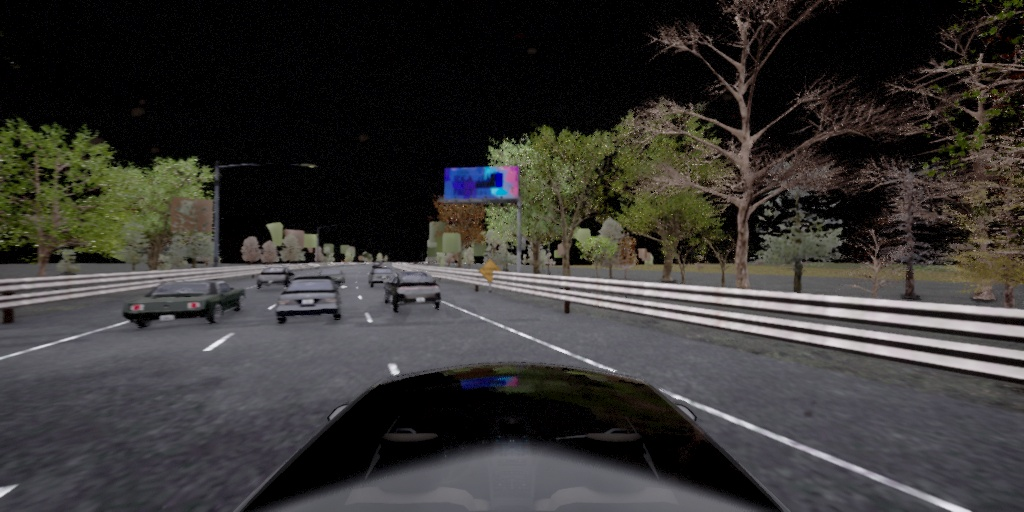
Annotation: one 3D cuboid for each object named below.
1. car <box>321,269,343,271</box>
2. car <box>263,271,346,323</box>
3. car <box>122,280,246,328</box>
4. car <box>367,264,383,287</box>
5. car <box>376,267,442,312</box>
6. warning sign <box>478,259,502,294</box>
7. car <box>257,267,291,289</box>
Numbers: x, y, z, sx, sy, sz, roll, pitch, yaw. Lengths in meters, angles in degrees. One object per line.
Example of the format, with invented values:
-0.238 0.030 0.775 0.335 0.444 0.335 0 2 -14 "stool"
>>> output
-13.600 1.644 27.098 1.895 1.301 4.718 0 -1 -24 "car"
-7.106 1.424 12.900 2.033 1.411 5.357 0 -1 -25 "car"
-10.566 1.464 12.053 1.895 1.301 4.718 0 -1 -25 "car"
-10.117 1.603 27.860 2.033 1.411 5.357 0 -1 -24 "car"
-4.340 1.401 15.275 2.128 1.511 4.902 0 -1 -25 "car"
-1.191 1.075 19.216 1.300 1.860 1.060 0 0 -25 "warning sign"
-16.894 1.518 25.902 2.128 1.511 4.902 0 -1 -24 "car"
